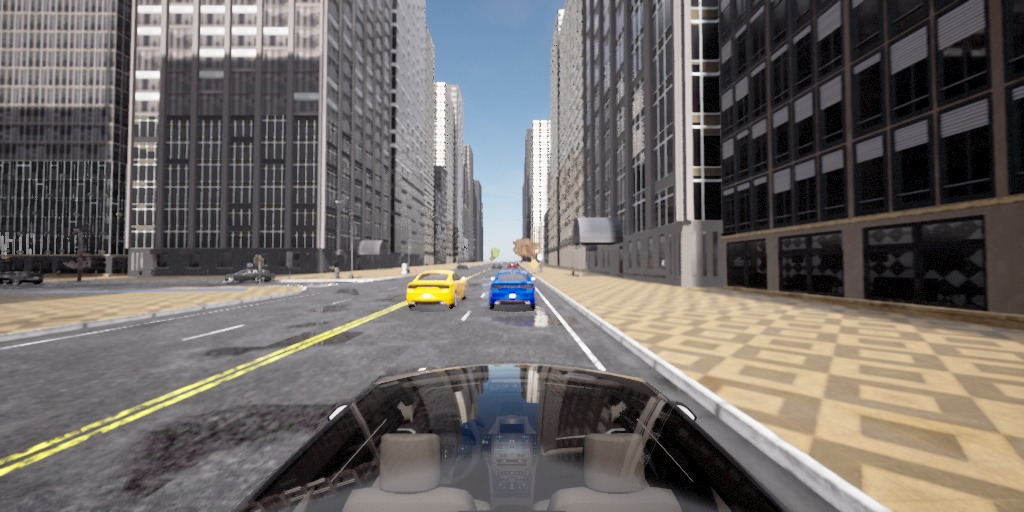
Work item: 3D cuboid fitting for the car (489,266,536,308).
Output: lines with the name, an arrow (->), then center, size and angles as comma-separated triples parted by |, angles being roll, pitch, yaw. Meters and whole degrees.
car -> 0.042, 1.380, 16.097 | 1.882, 1.535, 5.008 | 0, 0, 1

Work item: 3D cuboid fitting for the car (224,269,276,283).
car -> -25.637, 1.934, 35.113 | 4.403, 1.370, 2.007 | 0, 0, -1

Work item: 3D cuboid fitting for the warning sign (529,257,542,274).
warning sign -> 2.887, 1.340, 46.363 | 1.300, 1.860, 1.060 | 0, 0, 0

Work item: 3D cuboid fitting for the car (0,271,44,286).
car -> -48.202, 2.168, 34.719 | 4.313, 1.339, 1.948 | 0, 0, -1

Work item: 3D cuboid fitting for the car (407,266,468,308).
car -> -3.209, 1.380, 16.102 | 1.882, 1.535, 5.008 | 0, 0, 1
